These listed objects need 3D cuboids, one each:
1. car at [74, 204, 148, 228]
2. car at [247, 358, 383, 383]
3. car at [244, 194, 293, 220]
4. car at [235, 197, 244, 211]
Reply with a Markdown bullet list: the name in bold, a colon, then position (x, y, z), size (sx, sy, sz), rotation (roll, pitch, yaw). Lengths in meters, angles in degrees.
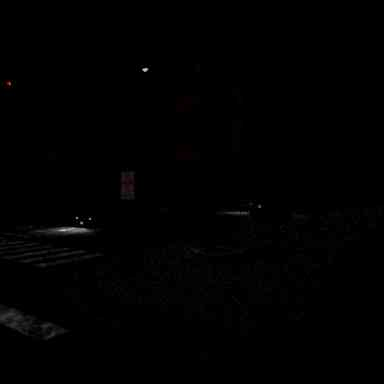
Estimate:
- **car**: position (-5.405, 1.566, 23.062), size (2.033, 1.411, 5.357), rotation (0, 0, 35)
- **car**: position (2.100, 1.551, 1.345), size (4.403, 1.369, 2.008), rotation (0, 0, 36)
- **car**: position (7.009, 1.271, 29.014), size (2.150, 2.045, 5.566), rotation (0, 0, 35)
- **car**: position (7.466, 1.282, 41.218), size (2.150, 2.045, 5.566), rotation (0, 0, 35)
